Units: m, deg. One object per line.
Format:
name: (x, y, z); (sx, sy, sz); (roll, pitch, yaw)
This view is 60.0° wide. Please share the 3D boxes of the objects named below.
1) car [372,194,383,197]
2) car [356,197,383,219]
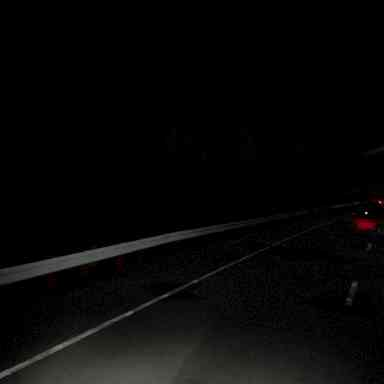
car: (21.936, 1.221, 38.271); (2.150, 2.045, 5.566); (0, 0, 35)
car: (15.913, 1.505, 29.703); (1.837, 1.490, 4.892); (0, 0, 35)
